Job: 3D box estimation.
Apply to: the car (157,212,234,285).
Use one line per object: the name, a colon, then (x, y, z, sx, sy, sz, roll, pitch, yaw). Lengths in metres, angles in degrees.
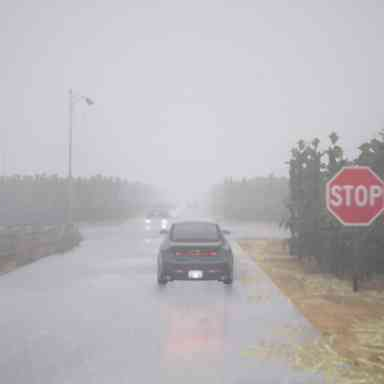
car: (0.085, 1.549, 9.647, 1.837, 1.490, 4.892, 0, 0, 0)

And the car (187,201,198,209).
car: (0.087, 2.180, 55.205, 1.895, 1.301, 4.718, 0, -2, 0)

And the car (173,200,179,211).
car: (-3.204, 1.879, 46.558, 1.882, 1.535, 5.008, 0, -1, 0)

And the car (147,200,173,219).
car: (-3.257, 1.807, 33.165, 1.837, 1.490, 4.892, 0, -1, 2)

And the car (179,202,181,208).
car: (-3.158, 2.302, 62.640, 2.128, 1.511, 4.902, 0, -2, 0)
